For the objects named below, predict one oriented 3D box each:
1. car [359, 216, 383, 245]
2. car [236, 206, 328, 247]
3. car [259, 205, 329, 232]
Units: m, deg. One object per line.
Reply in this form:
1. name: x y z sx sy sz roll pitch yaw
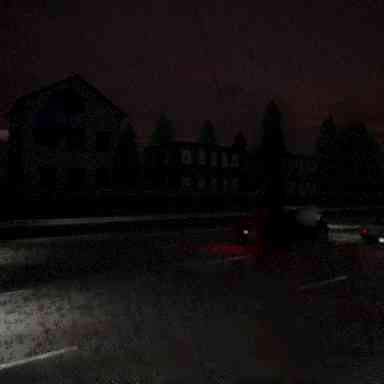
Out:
1. car: 9.555 1.686 14.862 4.718 1.301 1.895 0 0 -36
2. car: 4.272 1.542 15.392 5.008 1.535 1.882 0 0 -35
3. car: 6.625 1.618 21.389 4.674 1.442 1.812 0 0 -36
